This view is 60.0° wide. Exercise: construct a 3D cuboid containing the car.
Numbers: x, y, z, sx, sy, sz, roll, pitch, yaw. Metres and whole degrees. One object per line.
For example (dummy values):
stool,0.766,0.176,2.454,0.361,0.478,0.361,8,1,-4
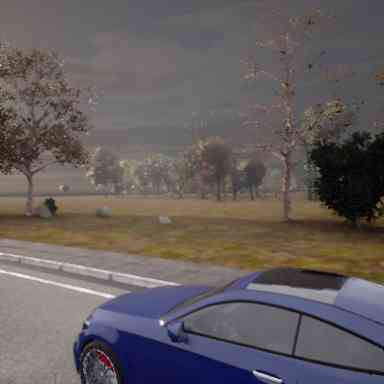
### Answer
car,0.823,1.518,3.282,4.674,1.442,1.812,0,0,35
